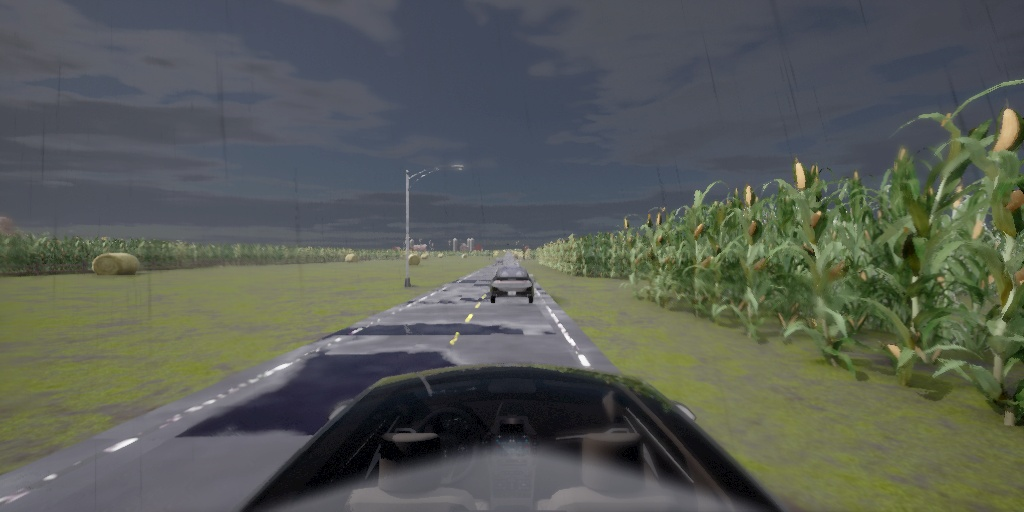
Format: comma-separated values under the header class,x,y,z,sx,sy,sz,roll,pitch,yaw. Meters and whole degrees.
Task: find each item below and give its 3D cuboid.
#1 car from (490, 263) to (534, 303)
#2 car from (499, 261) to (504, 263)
class,x,y,z,sx,sy,sz,roll,pitch,yaw
car,0.000,1.241,16.500,2.128,1.511,4.902,0,0,0
car,0.000,1.348,31.530,1.895,1.301,4.718,0,0,0
